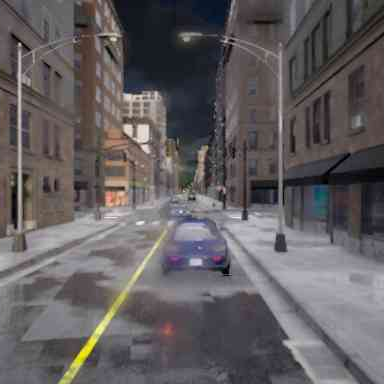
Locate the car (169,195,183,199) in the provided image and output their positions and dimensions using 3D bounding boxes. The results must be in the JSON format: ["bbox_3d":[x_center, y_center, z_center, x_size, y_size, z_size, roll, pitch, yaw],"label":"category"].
[{"bbox_3d":[-3.045,1.496,61.385,2.128,1.511,4.902,0,0,1],"label":"car"}]

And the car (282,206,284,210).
[{"bbox_3d":[12.417,1.528,36.841,4.829,1.417,1.752,0,0,1],"label":"car"}]

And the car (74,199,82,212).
[{"bbox_3d":[-14.607,1.439,37.118,4.097,1.590,1.967,0,0,1],"label":"car"}]

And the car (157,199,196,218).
[{"bbox_3d":[-1.538,1.558,27.537,2.033,1.411,5.357,0,0,-16],"label":"car"}]

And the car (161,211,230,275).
[{"bbox_3d":[0.100,1.531,10.323,1.812,1.442,4.674,0,0,0],"label":"car"}]

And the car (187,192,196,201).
[{"bbox_3d":[-0.012,1.465,79.011,1.882,1.535,5.008,0,0,0],"label":"car"}]

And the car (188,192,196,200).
[{"bbox_3d":[-0.015,1.091,89.460,2.150,2.045,5.566,0,0,0],"label":"car"}]

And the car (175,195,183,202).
[{"bbox_3d":[-3.012,1.516,77.692,1.812,1.442,4.674,0,0,0],"label":"car"}]
